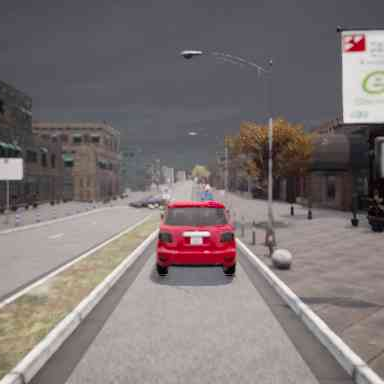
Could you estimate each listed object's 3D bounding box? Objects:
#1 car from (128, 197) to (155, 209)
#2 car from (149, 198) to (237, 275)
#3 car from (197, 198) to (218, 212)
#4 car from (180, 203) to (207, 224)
[{"bbox_3d":[-5.795,1.448,44.527,5.357,1.411,2.033,-1,1,-32],"label":"car"},{"bbox_3d":[0.113,1.286,10.786,2.150,2.045,5.566,0,0,0],"label":"car"},{"bbox_3d":[1.833,1.550,40.816,1.994,1.385,4.181,0,1,-6],"label":"car"},{"bbox_3d":[0.231,1.740,28.257,2.033,1.411,5.357,0,0,2],"label":"car"}]
